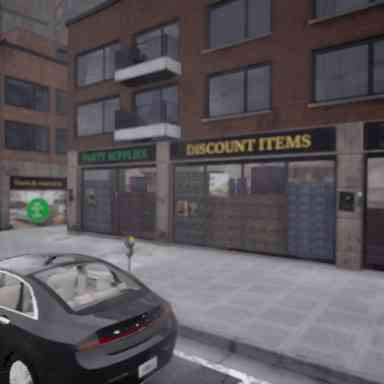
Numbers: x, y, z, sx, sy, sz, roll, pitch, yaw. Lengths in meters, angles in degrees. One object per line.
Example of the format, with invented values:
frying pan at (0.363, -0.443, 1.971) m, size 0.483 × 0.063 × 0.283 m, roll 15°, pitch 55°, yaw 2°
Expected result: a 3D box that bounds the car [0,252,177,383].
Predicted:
car at (-2.227, 1.548, 4.671) m, size 4.403 × 1.369 × 2.008 m, roll 0°, pitch 1°, yaw 36°
